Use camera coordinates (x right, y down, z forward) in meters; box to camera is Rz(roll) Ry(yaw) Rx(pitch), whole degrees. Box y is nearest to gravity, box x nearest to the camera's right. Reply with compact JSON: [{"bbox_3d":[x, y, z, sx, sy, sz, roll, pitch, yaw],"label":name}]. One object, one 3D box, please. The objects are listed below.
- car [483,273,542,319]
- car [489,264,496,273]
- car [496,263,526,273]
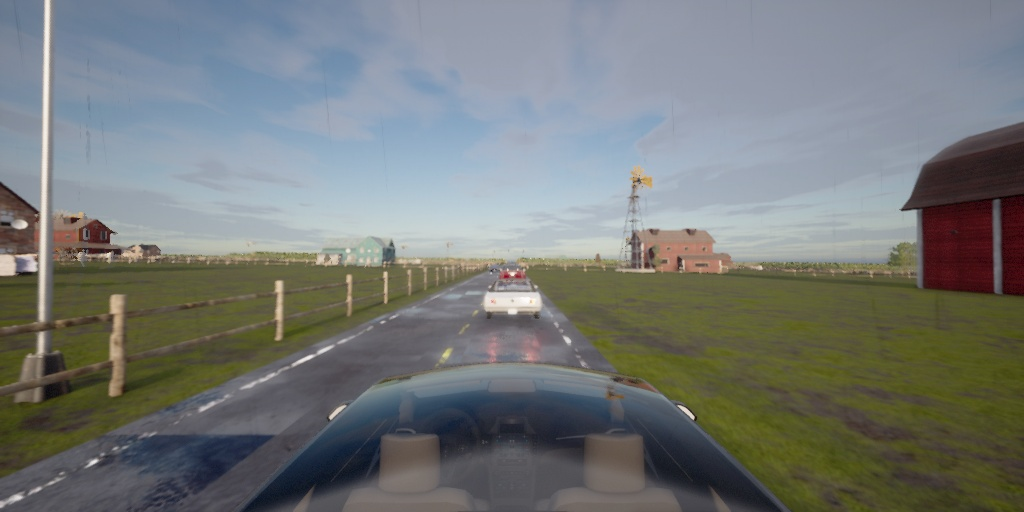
[{"bbox_3d":[0.044,1.495,13.542,1.895,1.301,4.718,0,-1,1],"label":"car"},{"bbox_3d":[-2.767,2.024,59.665,2.033,1.411,5.357,0,-1,1],"label":"car"},{"bbox_3d":[0.058,1.439,29.092,2.097,1.767,4.553,0,-1,1],"label":"car"}]
